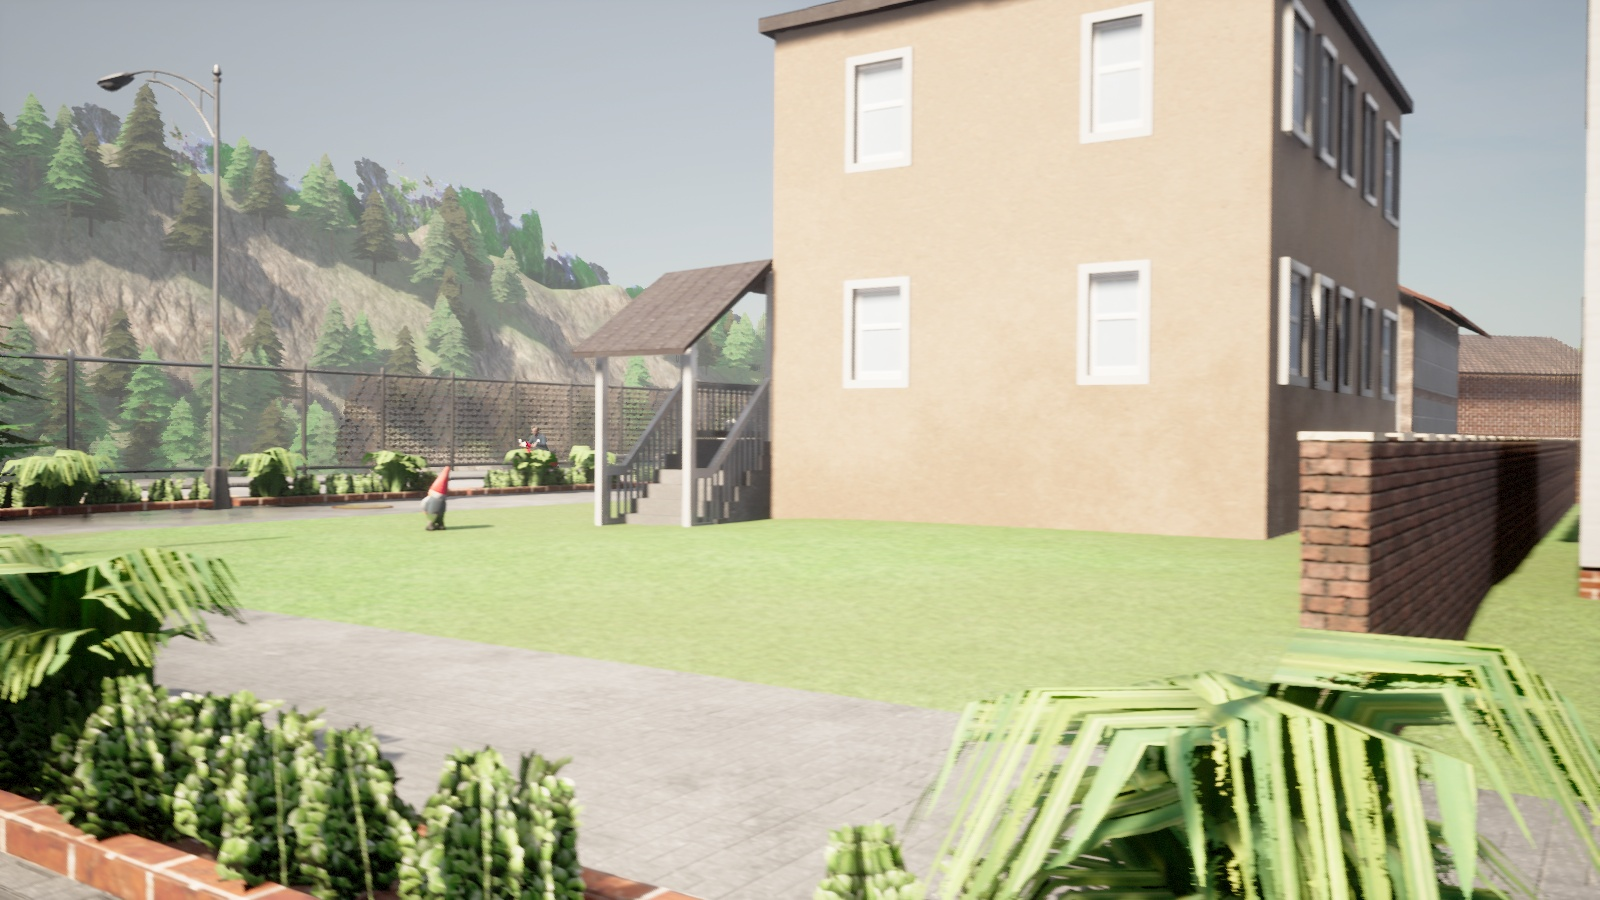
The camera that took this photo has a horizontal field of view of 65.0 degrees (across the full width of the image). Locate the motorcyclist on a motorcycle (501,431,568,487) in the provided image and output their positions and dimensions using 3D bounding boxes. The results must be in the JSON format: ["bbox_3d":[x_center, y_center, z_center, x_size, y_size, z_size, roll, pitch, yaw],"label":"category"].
[{"bbox_3d":[-7.726,0.255,36.650,0.866,1.590,1.817,0,1,34],"label":"motorcyclist on a motorcycle"}]

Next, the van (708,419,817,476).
[{"bbox_3d":[-1.323,-0.136,46.304,1.775,1.987,4.442,0,1,34],"label":"van"}]
